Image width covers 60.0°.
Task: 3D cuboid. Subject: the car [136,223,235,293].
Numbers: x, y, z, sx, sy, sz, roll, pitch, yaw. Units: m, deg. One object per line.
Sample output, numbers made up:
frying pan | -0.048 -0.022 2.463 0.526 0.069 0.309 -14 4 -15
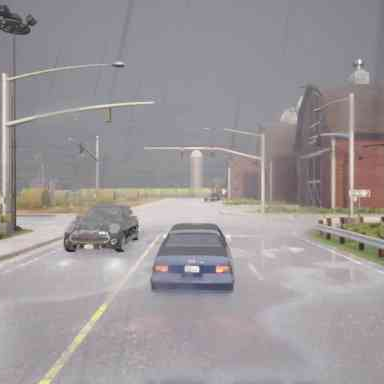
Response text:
car | 0.090 1.547 8.975 2.033 1.411 5.357 0 0 2

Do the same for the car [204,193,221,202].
car | 4.465 1.143 73.594 1.905 1.878 3.866 -8 3 -42

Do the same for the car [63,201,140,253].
car | -3.495 1.297 13.646 2.097 1.767 4.553 0 0 1
